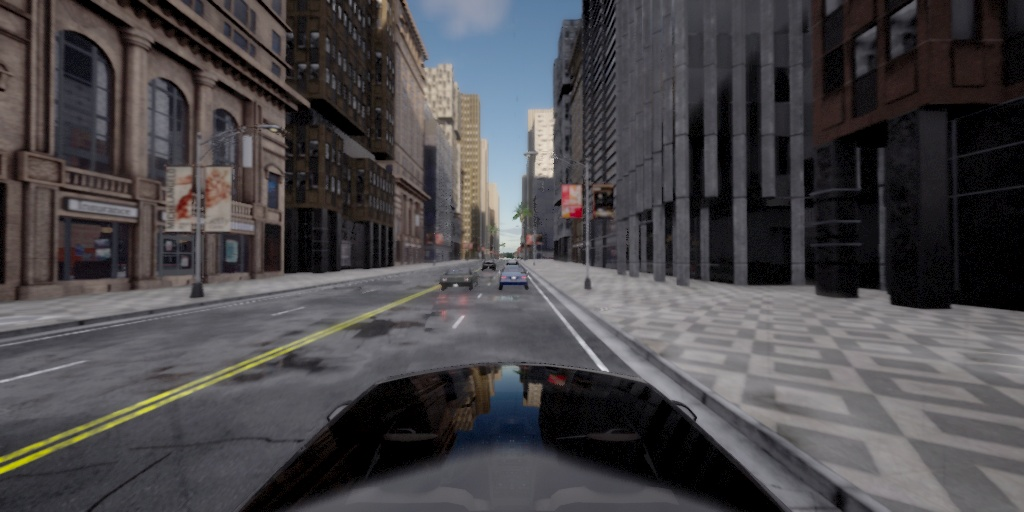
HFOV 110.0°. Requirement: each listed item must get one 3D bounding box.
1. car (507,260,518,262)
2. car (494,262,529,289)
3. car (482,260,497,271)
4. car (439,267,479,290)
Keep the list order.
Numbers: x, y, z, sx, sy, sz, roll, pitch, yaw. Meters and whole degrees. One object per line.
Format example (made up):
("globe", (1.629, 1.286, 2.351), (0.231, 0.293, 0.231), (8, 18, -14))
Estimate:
("car", (0.102, 1.243, 51.034), (1.882, 1.535, 5.008), (0, 0, 0))
("car", (0.102, 1.311, 23.181), (2.033, 1.411, 5.357), (0, 0, 0))
("car", (-3.150, 1.271, 50.747), (1.837, 1.490, 4.892), (0, 0, 0))
("car", (-3.152, 1.364, 22.324), (1.895, 1.301, 4.718), (0, 0, 0))
